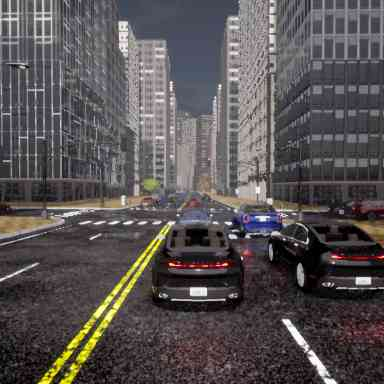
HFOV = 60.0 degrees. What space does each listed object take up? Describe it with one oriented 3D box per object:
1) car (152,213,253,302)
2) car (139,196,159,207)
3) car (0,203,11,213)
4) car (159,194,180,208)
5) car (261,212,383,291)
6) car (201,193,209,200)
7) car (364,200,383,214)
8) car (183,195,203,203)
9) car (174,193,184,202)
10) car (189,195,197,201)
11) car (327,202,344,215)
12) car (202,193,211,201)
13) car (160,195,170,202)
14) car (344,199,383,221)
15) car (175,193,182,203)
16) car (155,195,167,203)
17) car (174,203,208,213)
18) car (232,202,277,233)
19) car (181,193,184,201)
[{"bbox_3d":[0.120,1.501,8.255,1.837,1.490,4.892,0,0,0],"label":"car"},{"bbox_3d":[-6.454,1.491,49.059,1.812,1.442,4.674,0,0,2],"label":"car"},{"bbox_3d":[-20.027,1.315,31.809,5.008,1.535,1.882,1,1,1],"label":"car"},{"bbox_3d":[-3.208,1.471,48.286,1.837,1.490,4.892,0,0,0],"label":"car"},{"bbox_3d":[3.375,1.500,8.961,1.837,1.490,4.892,0,0,0],"label":"car"},{"bbox_3d":[3.496,1.098,89.732,2.097,1.767,4.553,0,0,0],"label":"car"},{"bbox_3d":[21.910,1.643,36.792,4.829,1.417,1.752,1,0,1],"label":"car"},{"bbox_3d":[0.157,1.497,45.690,1.812,1.442,4.674,0,0,2],"label":"car"},{"bbox_3d":[-3.037,1.154,77.898,2.150,2.045,5.566,0,0,0],"label":"car"},{"bbox_3d":[0.221,1.397,80.605,1.882,1.535,5.008,0,0,0],"label":"car"},{"bbox_3d":[16.521,1.618,34.301,4.892,1.490,1.837,1,1,1],"label":"car"},{"bbox_3d":[3.468,1.396,79.344,1.882,1.535,5.008,0,0,0],"label":"car"},{"bbox_3d":[-6.287,1.453,77.938,1.812,1.442,4.674,0,0,0],"label":"car"},{"bbox_3d":[16.279,1.520,28.521,5.009,1.841,2.192,1,0,1],"label":"car"},{"bbox_3d":[-3.176,1.460,57.625,1.837,1.490,4.892,0,0,0],"label":"car"},{"bbox_3d":[-6.333,1.420,67.668,1.882,1.535,5.008,0,0,0],"label":"car"},{"bbox_3d":[0.149,1.538,17.810,2.033,1.411,5.357,0,0,0],"label":"car"},{"bbox_3d":[3.398,1.342,18.044,2.097,1.767,4.553,0,0,0],"label":"car"},{"bbox_3d":[-3.089,1.469,67.446,1.812,1.442,4.674,0,0,1],"label":"car"}]
